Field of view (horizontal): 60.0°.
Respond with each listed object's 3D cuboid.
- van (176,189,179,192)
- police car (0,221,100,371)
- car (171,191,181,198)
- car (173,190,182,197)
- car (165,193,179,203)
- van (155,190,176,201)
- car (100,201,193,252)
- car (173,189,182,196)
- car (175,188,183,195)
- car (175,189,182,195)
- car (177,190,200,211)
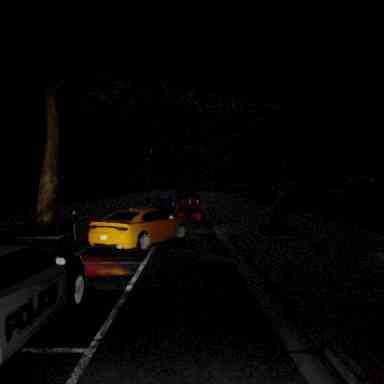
[{"bbox_3d":[-3.033,0.747,46.179,1.690,1.788,3.998,1,1,-1],"label":"van"},{"bbox_3d":[-3.048,1.391,4.809,1.930,1.638,5.238,0,0,-1],"label":"police car"},{"bbox_3d":[-3.229,0.435,68.338,1.947,1.339,4.313,1,1,-1],"label":"car"},{"bbox_3d":[-3.280,0.324,73.878,1.802,1.307,4.206,1,1,-1],"label":"car"},{"bbox_3d":[-3.084,0.843,51.727,1.947,1.339,4.313,1,1,-1],"label":"car"},{"bbox_3d":[-2.939,0.964,35.090,1.690,1.788,3.998,0,1,-1],"label":"van"},{"bbox_3d":[-1.980,1.375,13.583,1.882,1.535,5.008,0,1,24],"label":"car"},{"bbox_3d":[-3.328,0.061,79.412,1.967,1.590,4.097,1,1,-1],"label":"car"},{"bbox_3d":[-3.428,-0.165,90.488,1.967,1.590,4.097,1,1,-1],"label":"car"},{"bbox_3d":[-3.378,0.034,84.781,1.752,1.417,4.829,1,1,-1],"label":"car"},{"bbox_3d":[-0.220,0.979,34.826,2.097,1.767,4.553,0,1,0],"label":"car"}]
